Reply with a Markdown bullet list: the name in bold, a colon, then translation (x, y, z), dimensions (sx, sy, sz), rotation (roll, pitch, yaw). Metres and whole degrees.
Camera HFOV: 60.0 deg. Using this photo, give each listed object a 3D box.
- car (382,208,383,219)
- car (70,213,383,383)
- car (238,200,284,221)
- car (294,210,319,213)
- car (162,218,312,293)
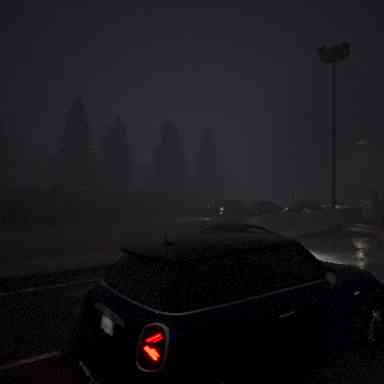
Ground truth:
- **car**: translation (14.791, 1.331, 23.011), dimensions (2.150, 2.045, 5.566), rotation (0, 0, 40)
- **car**: translation (0.832, 1.368, 4.644), dimensions (4.553, 1.767, 2.097), rotation (0, 0, -37)
- **car**: translation (6.247, 1.576, 29.496), dimensions (1.882, 1.535, 5.008), rotation (0, 0, 39)
- **car**: translation (9.364, 1.457, 27.825), dimensions (2.097, 1.767, 4.553), rotation (0, 0, 39)
- **car**: translation (1.432, 1.594, 9.628), dimensions (4.181, 1.385, 1.994), rotation (0, 0, -40)
